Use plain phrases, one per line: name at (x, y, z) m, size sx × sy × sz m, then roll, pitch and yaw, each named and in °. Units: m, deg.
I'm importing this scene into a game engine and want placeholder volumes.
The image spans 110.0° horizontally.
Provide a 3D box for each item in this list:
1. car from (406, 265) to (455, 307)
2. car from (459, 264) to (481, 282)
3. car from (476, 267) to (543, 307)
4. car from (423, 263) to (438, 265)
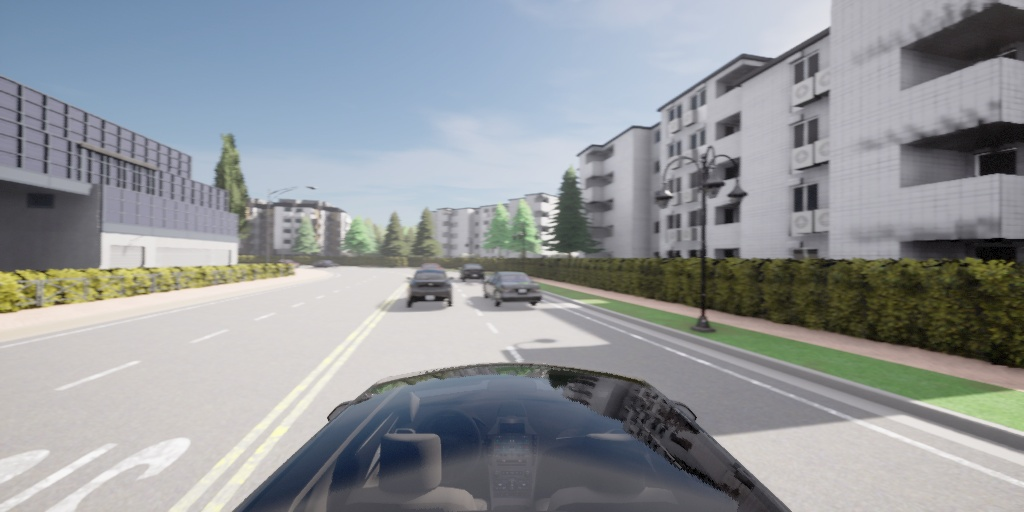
car at (-3.626, 1.327, 15.946) m, size 1.837 × 1.490 × 4.892 m, roll 1°, pitch 0°, yaw -13°
car at (-3.559, 1.422, 31.512) m, size 1.882 × 1.535 × 5.008 m, roll 1°, pitch 0°, yaw -13°
car at (-0.145, 1.412, 16.398) m, size 2.033 × 1.411 × 5.357 m, roll 1°, pitch 0°, yaw -13°
car at (-6.970, 1.376, 30.732) m, size 1.882 × 1.535 × 5.008 m, roll 1°, pitch 0°, yaw -13°
